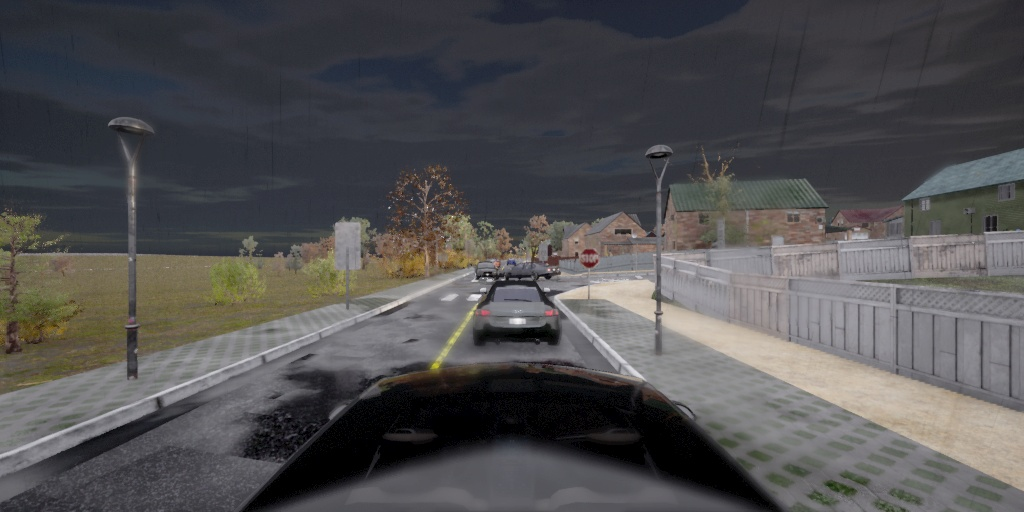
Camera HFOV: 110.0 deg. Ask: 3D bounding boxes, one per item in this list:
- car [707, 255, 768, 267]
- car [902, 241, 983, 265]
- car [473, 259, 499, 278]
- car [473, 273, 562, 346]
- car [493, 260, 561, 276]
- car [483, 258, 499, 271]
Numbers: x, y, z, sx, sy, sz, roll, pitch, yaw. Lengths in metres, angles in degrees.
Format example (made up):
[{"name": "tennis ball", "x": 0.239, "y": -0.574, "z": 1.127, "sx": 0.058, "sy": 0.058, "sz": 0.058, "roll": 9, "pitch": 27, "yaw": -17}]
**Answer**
[{"name": "car", "x": 14.351, "y": 0.413, "z": 22.808, "sx": 4.181, "sy": 1.385, "sz": 1.994, "roll": -3, "pitch": 0, "yaw": 16}, {"name": "car", "x": 23.855, "y": -0.208, "z": 20.403, "sx": 4.902, "sy": 1.511, "sz": 2.128, "roll": -3, "pitch": 0, "yaw": 14}, {"name": "car", "x": -2.302, "y": 1.257, "z": 31.314, "sx": 1.837, "sy": 1.490, "sz": 4.892, "roll": 0, "pitch": 0, "yaw": -8}, {"name": "car", "x": 0.089, "y": 1.313, "z": 9.392, "sx": 1.994, "sy": 1.385, "sz": 4.181, "roll": 0, "pitch": 0, "yaw": -1}, {"name": "car", "x": 1.290, "y": 1.197, "z": 28.409, "sx": 5.357, "sy": 1.411, "sz": 2.033, "roll": -4, "pitch": -3, "yaw": 43}, {"name": "car", "x": -2.933, "y": 1.120, "z": 51.131, "sx": 2.097, "sy": 1.767, "sz": 4.553, "roll": 0, "pitch": 0, "yaw": 1}]
